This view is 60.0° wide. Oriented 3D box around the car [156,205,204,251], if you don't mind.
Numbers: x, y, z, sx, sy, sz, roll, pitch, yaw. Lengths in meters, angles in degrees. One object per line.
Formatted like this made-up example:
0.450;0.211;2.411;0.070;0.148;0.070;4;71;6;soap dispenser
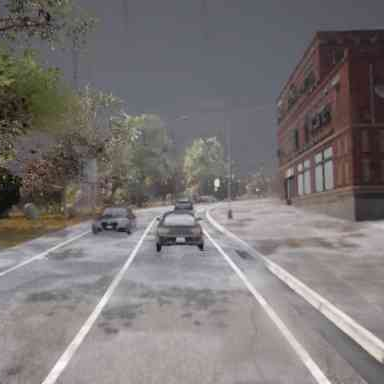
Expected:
-0.538;1.513;14.048;1.812;1.442;4.674;0;0;-3;car

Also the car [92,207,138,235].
-4.164;1.529;18.425;1.994;1.385;4.181;0;0;-3;car

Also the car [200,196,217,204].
2.690;1.338;58.742;2.033;1.411;5.357;-3;-1;27;car

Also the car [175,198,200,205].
-0.658;1.354;35.306;2.128;1.511;4.902;-1;0;6;car
